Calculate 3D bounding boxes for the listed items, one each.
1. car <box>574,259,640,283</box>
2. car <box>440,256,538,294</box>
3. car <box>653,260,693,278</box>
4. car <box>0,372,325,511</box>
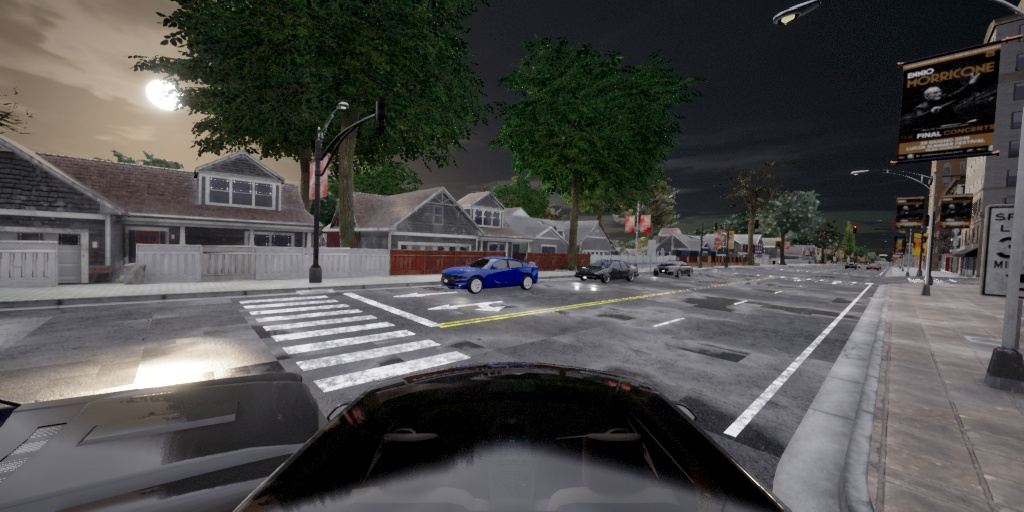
[{"bbox_3d":[6.343,0.931,23.425,5.357,1.411,2.033,1,2,-43],"label":"car"},{"bbox_3d":[-0.915,0.780,16.602,5.008,1.535,1.882,1,2,-43],"label":"car"},{"bbox_3d":[13.633,1.033,30.249,4.181,1.385,1.994,1,2,-44],"label":"car"},{"bbox_3d":[-3.317,1.272,1.449,4.718,1.301,1.895,1,2,-33],"label":"car"}]
